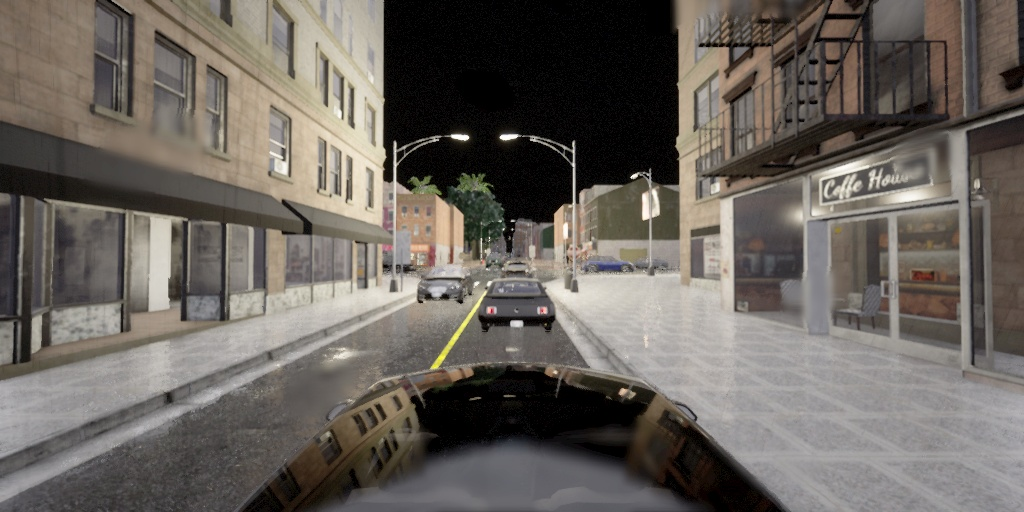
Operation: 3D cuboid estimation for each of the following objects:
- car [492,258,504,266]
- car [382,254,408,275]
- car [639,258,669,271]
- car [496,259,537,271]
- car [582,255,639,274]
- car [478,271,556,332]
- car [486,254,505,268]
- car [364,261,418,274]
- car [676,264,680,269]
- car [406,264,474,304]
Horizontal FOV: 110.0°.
[{"bbox_3d":[-2.395,0.966,63.816,1.895,1.301,4.718,0,0,1],"label":"car"},{"bbox_3d":[-13.133,0.877,36.476,5.566,2.045,2.150,0,-1,0],"label":"car"},{"bbox_3d":[14.838,0.935,39.938,4.902,1.511,2.128,-1,-1,0],"label":"car"},{"bbox_3d":[0.431,1.130,22.174,1.837,1.490,4.892,1,1,5],"label":"car"},{"bbox_3d":[8.887,0.760,33.198,4.553,1.767,2.097,-1,-1,0],"label":"car"},{"bbox_3d":[0.116,1.306,10.710,1.895,1.301,4.718,0,0,0],"label":"car"},{"bbox_3d":[-2.499,0.666,52.084,2.150,2.045,5.566,0,0,2],"label":"car"},{"bbox_3d":[-13.311,1.258,39.712,5.357,1.411,2.033,0,-1,0],"label":"car"},{"bbox_3d":[19.799,0.876,36.727,5.357,1.411,2.033,-1,-1,-1],"label":"car"},{"bbox_3d":[-2.775,1.168,15.777,2.128,1.511,4.902,0,0,1],"label":"car"}]
